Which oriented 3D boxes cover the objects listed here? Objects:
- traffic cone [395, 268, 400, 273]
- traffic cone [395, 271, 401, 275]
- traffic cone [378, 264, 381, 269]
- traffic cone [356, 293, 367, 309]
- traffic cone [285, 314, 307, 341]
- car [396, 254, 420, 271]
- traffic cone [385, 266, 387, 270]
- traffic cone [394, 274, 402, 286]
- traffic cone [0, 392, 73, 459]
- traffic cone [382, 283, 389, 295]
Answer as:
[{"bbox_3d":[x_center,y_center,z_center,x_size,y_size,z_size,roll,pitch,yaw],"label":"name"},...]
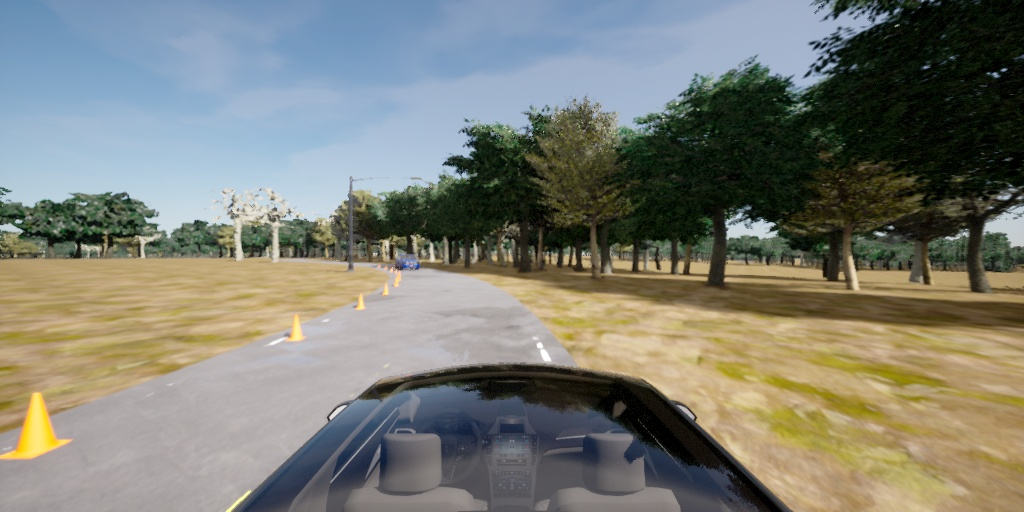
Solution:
[{"bbox_3d":[-10.124,1.600,32.254,0.340,0.580,0.340,0,0,-19],"label":"traffic cone"},{"bbox_3d":[-8.635,1.625,27.629,0.340,0.580,0.340,0,0,-16],"label":"traffic cone"},{"bbox_3d":[-18.419,1.447,49.794,0.340,0.580,0.340,0,0,-31],"label":"traffic cone"},{"bbox_3d":[-5.639,1.672,13.377,0.340,0.580,0.340,0,0,-7],"label":"traffic cone"},{"bbox_3d":[-5.138,1.686,8.545,0.340,0.580,0.340,0,0,-4],"label":"traffic cone"},{"bbox_3d":[-12.940,0.788,44.321,2.150,2.045,5.566,0,0,-27],"label":"car"},{"bbox_3d":[-16.005,1.494,45.577,0.340,0.580,0.340,0,0,-28],"label":"traffic cone"},{"bbox_3d":[-7.389,1.644,22.933,0.340,0.580,0.340,0,0,-13],"label":"traffic cone"},{"bbox_3d":[-4.891,1.699,3.692,0.340,0.580,0.340,0,0,-1],"label":"traffic cone"},{"bbox_3d":[-6.389,1.658,18.178,0.340,0.580,0.340,0,0,-10],"label":"traffic cone"}]
